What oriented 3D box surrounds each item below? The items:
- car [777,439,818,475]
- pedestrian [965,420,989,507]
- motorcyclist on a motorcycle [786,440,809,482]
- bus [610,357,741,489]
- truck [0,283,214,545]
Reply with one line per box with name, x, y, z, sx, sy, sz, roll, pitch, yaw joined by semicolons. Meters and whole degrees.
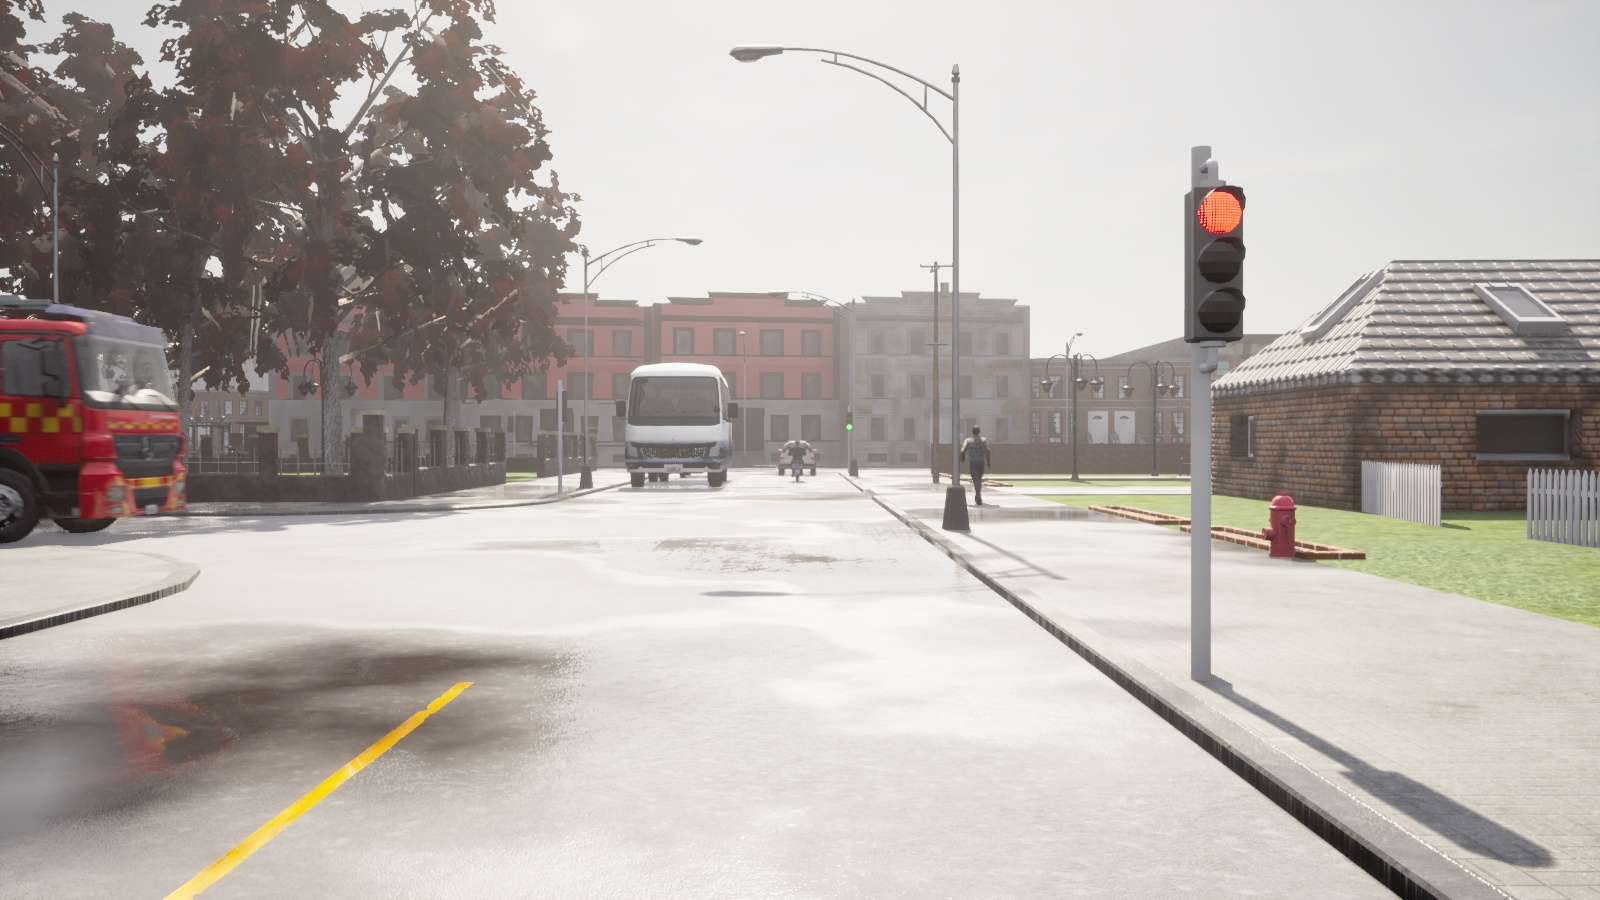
car;-0.118;0.309;59.412;1.851;1.617;3.988;0;0;0
pedestrian;3.998;0.299;28.377;0.423;1.949;0.788;0;0;-1
motorcyclist on a motorcycle;-0.096;0.426;48.566;0.866;1.590;1.817;0;0;0
bus;-4.227;-0.889;45.382;3.944;4.253;10.273;0;0;-1
truck;-14.096;-0.540;19.631;8.468;3.827;2.891;0;1;-2
